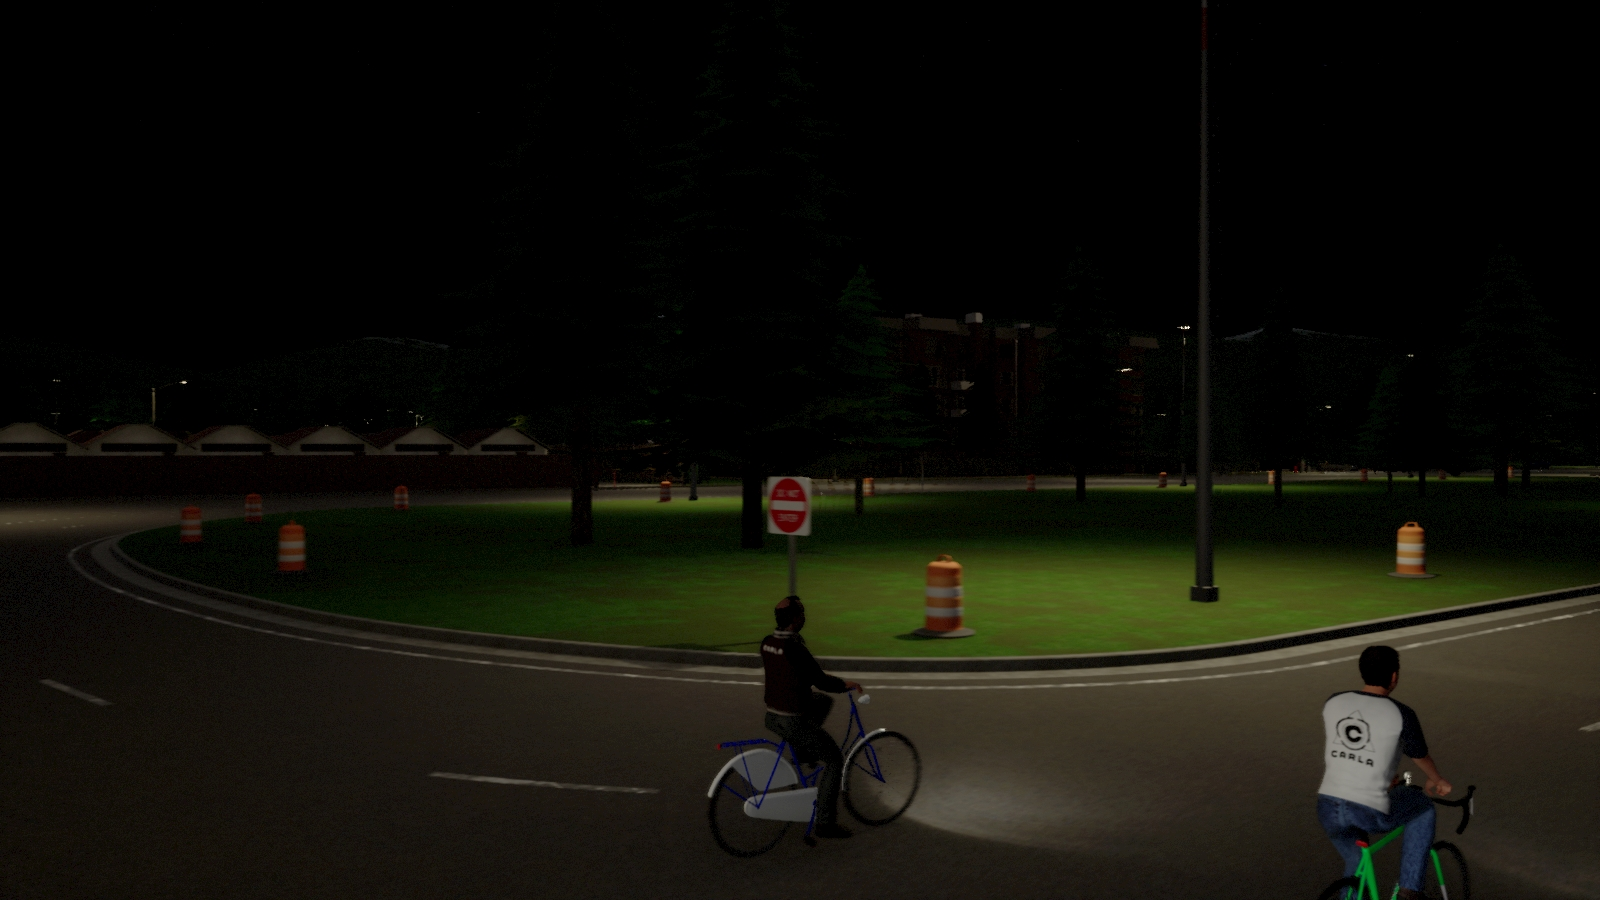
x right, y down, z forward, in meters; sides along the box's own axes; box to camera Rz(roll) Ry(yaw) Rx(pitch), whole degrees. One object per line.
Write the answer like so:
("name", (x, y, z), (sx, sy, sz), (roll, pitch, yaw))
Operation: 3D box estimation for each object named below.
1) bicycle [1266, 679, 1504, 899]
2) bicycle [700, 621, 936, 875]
("bicycle", (3.070, 2.056, 5.936), (1.643, 1.496, 0.373), (0, 0, -35))
("bicycle", (0.169, 2.060, 8.185), (1.835, 1.471, 0.329), (0, 0, -35))
